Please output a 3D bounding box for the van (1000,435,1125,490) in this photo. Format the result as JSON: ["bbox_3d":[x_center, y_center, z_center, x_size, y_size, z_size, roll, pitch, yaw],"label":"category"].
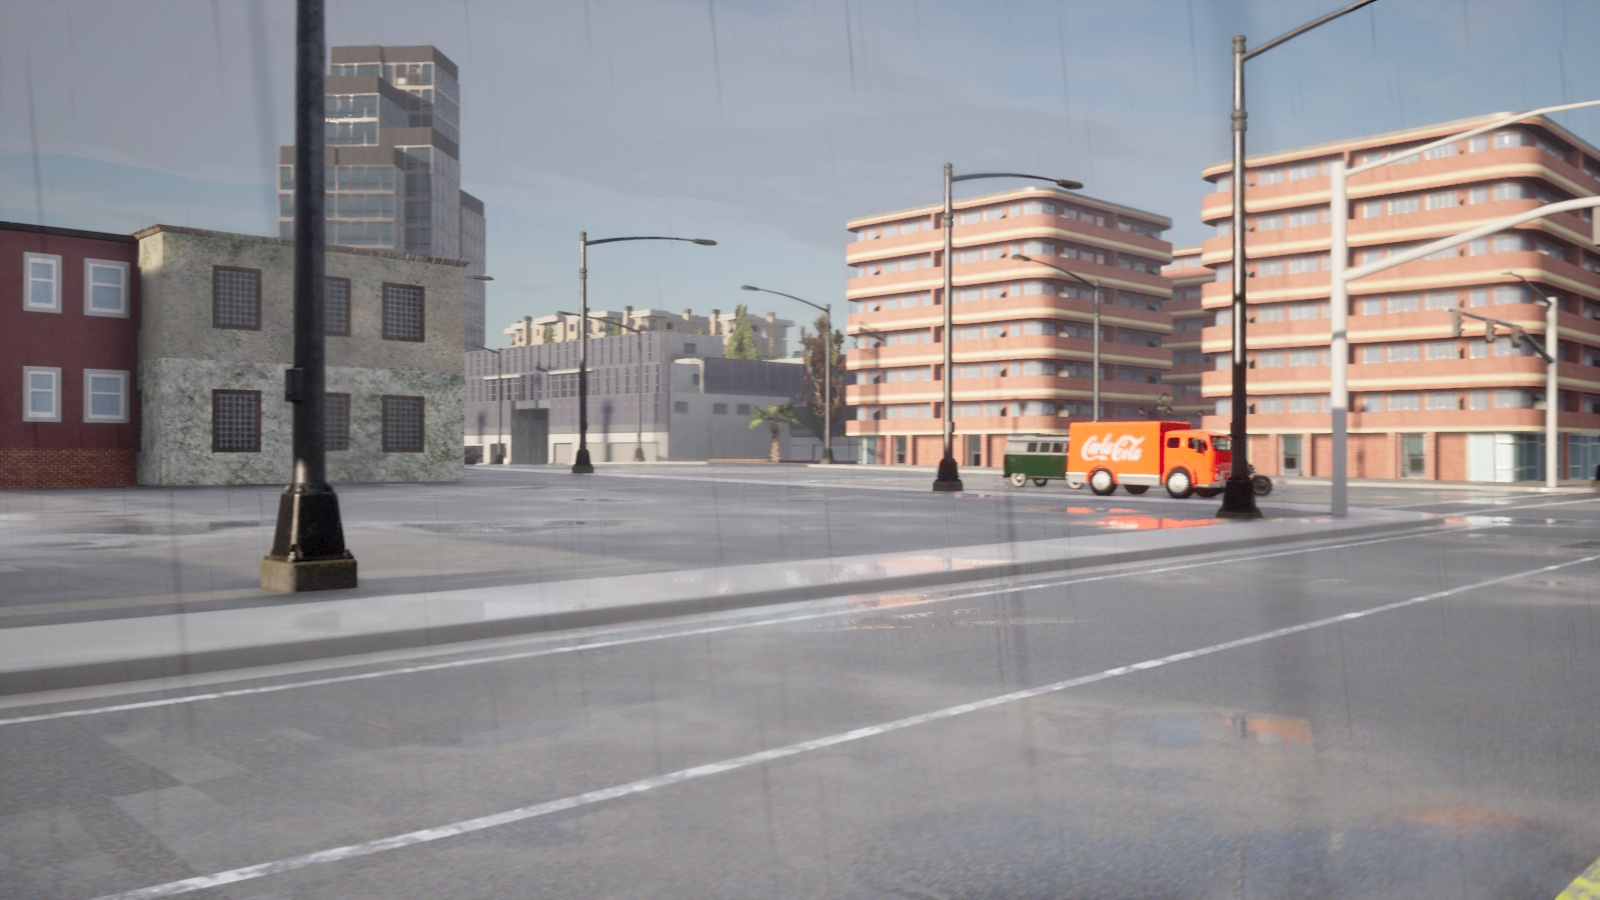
[{"bbox_3d":[9.981,0.431,47.998,1.775,1.987,4.442,0,1,-45],"label":"van"}]

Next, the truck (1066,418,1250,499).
[{"bbox_3d":[11.692,0.244,41.257,2.627,2.467,5.204,0,0,-45],"label":"truck"}]

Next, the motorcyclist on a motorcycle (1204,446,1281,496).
[{"bbox_3d":[15.051,0.689,42.746,2.350,1.649,0.766,1,1,44],"label":"motorcyclist on a motorcycle"}]
